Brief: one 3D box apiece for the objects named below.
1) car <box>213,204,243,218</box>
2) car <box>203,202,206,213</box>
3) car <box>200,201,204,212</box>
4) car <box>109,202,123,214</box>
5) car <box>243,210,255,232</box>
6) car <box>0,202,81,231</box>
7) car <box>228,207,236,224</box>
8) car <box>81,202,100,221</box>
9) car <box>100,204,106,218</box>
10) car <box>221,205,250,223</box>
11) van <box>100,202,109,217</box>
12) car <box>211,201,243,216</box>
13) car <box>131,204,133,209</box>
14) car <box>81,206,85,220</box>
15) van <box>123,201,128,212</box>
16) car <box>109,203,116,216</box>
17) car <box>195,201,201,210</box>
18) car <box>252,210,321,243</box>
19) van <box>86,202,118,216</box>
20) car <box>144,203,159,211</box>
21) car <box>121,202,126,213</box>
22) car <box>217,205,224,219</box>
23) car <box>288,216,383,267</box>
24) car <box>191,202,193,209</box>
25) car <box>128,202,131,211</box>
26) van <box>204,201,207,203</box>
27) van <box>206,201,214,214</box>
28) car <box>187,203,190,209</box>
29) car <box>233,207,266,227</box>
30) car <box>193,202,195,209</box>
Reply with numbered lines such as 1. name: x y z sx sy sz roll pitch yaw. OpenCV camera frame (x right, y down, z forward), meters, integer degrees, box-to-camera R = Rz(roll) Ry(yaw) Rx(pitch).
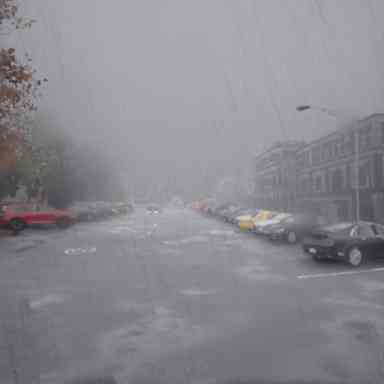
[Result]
1. car: 5.244 2.377 36.127 4.892 1.521 2.231 1 -1 -23
2. car: 4.607 2.646 47.841 5.008 1.535 2.097 1 -2 -23
3. car: 4.273 2.662 53.692 4.553 1.767 2.185 1 -2 -23
4. car: -13.008 2.612 47.012 5.366 1.575 1.946 0 -2 -23
5. car: 6.022 2.089 21.479 4.674 1.452 2.002 1 -1 -23
6. car: -12.059 1.896 26.382 5.566 2.045 2.435 0 -2 -23
7. car: 5.709 2.220 27.338 4.674 1.452 2.002 1 -1 -23
8. car: -12.525 2.218 35.195 4.553 1.767 2.185 0 -1 -23
9. car: -12.734 2.440 38.106 4.792 1.488 2.163 0 -1 -23
10. car: 5.561 2.246 30.264 4.892 1.521 2.231 1 -1 -23
11. van: -12.970 2.252 41.013 4.442 1.987 1.878 0 -1 -23
12. car: 5.114 2.317 39.066 4.553 1.767 2.185 1 -1 -23
13. car: -13.967 3.024 61.635 4.674 1.452 2.002 0 -2 -23
14. car: -12.262 2.242 29.286 4.792 1.488 2.163 0 -1 -23
15. van: -13.546 2.607 55.811 4.442 1.987 1.878 0 -2 -23
16. car: -13.013 2.546 43.998 4.892 1.521 2.231 0 -1 -23
17. car: 4.016 2.687 59.575 5.566 2.045 2.435 1 -2 -23
18. car: 6.183 1.985 18.552 4.892 1.521 2.231 1 -1 -23
19. van: -13.444 2.461 49.834 4.442 1.987 1.878 0 -1 -23
20. car: -7.871 3.004 67.411 2.097 1.767 4.553 0 -2 -3
21. car: -13.487 2.798 52.812 4.674 1.452 2.002 0 -1 -23
22. car: 5.367 2.339 33.183 4.792 1.488 2.163 1 -1 -23
23. car: 6.485 1.854 12.698 4.892 1.521 2.231 1 -2 -23
24. car: 3.222 3.410 77.192 5.366 1.575 1.946 2 -2 -23
25. car: -13.807 2.948 58.695 4.674 1.452 2.002 0 -2 -23
26. van: 4.565 2.494 50.825 4.442 1.987 1.878 1 -2 -23
27. van: 4.667 2.348 44.868 4.442 1.987 1.878 1 -1 -23
28. car: 2.381 3.481 88.833 5.566 2.045 2.435 2 -2 -23
29. car: 6.031 2.116 24.487 5.366 1.575 1.946 1 -2 -23
30. car: 3.533 3.250 71.341 5.366 1.575 1.946 2 -2 -23
